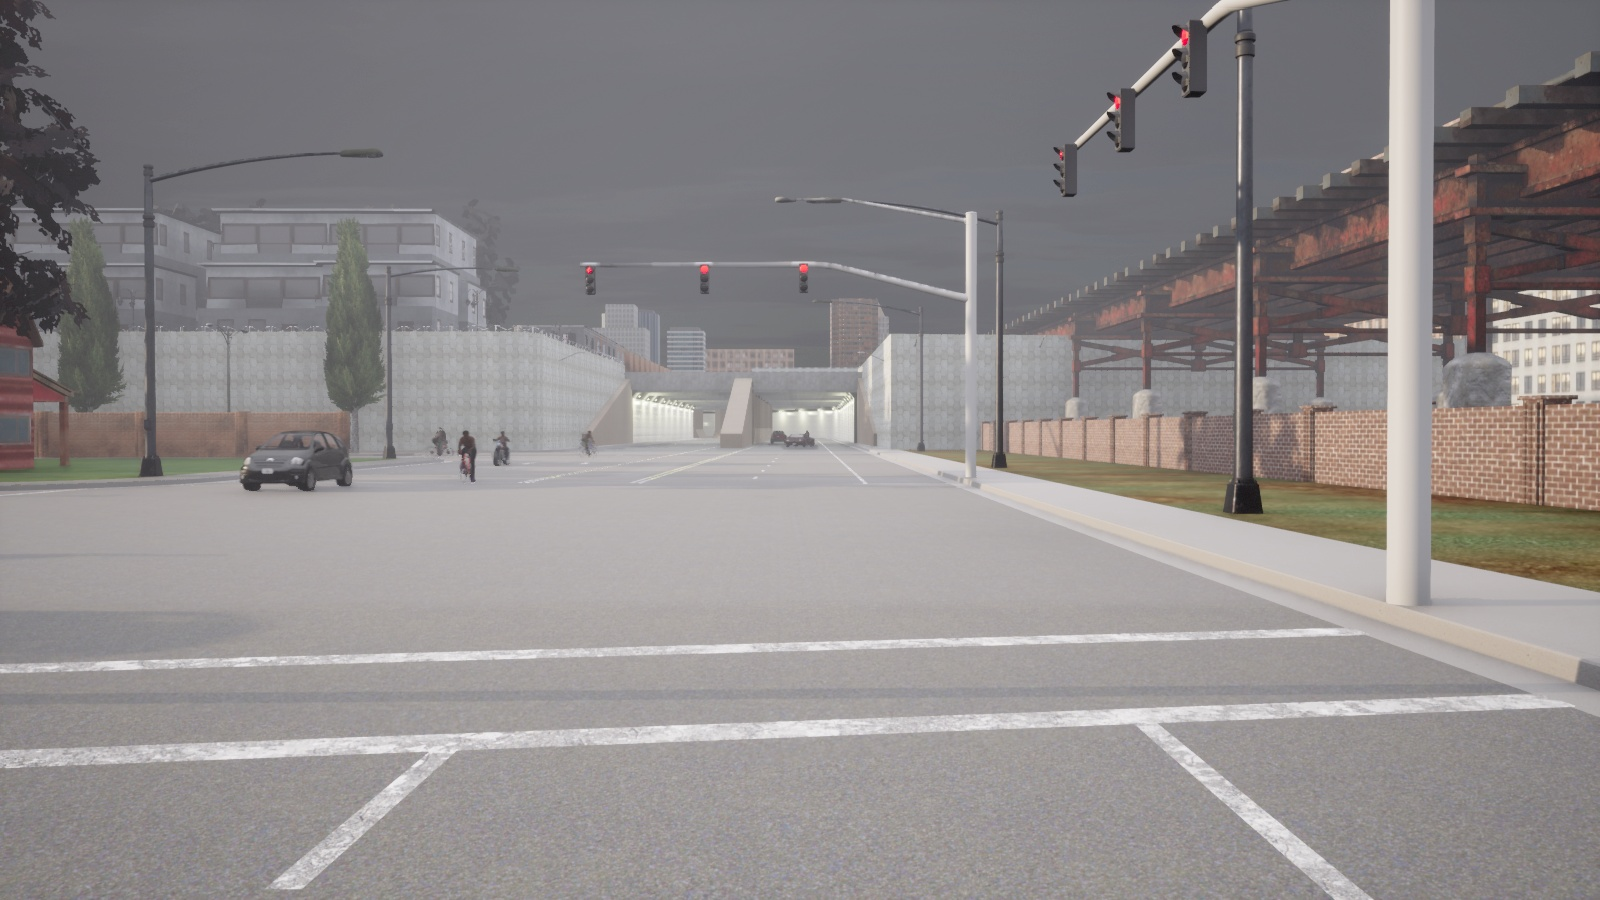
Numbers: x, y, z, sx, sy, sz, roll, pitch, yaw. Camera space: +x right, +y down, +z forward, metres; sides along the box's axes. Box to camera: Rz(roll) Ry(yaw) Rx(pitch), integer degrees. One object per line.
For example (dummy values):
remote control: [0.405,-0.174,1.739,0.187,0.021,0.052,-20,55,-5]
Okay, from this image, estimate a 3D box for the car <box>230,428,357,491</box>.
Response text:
car: [-13.794,0.209,34.476,1.851,1.617,3.988,0,1,0]

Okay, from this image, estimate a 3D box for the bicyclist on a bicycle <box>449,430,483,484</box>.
bicyclist on a bicycle: [-10.270,0.201,38.676,0.582,1.620,1.656,0,1,0]

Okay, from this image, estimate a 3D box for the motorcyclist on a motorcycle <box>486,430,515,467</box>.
motorcyclist on a motorcycle: [-13.663,-0.094,57.356,0.766,1.649,2.350,0,1,0]
